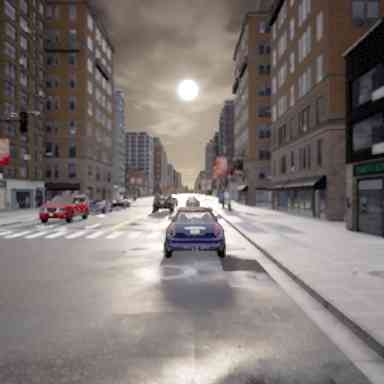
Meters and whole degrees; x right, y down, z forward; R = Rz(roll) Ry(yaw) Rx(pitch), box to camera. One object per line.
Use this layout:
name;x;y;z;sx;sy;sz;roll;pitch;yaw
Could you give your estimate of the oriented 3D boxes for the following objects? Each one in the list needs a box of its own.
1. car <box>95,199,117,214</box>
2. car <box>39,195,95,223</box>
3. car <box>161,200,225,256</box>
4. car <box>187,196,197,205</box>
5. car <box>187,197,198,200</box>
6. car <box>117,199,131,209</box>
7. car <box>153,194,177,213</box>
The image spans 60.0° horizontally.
car;-9.827;1.555;35.840;1.812;1.442;4.674;0;0;0
car;-9.815;1.242;26.105;2.150;2.045;5.566;0;0;2
car;0.100;1.360;13.230;2.097;1.767;4.553;0;0;0
car;0.055;1.585;62.051;1.812;1.442;4.674;0;0;0
car;0.097;1.529;43.120;2.128;1.511;4.902;0;0;0
car;-9.760;1.641;45.831;1.895;1.301;4.718;0;0;0
car;-3.153;1.250;37.693;2.150;2.045;5.566;0;0;0
